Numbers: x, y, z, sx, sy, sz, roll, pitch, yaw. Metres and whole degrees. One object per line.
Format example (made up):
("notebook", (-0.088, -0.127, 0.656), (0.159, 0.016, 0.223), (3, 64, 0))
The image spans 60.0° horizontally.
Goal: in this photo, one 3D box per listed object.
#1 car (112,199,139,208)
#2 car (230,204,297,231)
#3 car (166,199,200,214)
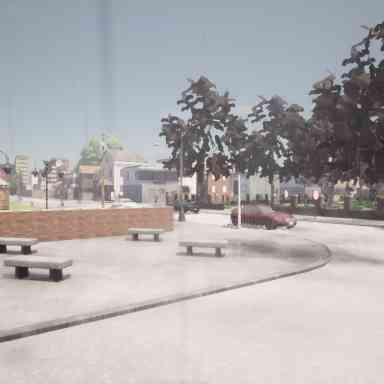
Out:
("car", (-7.571, 1.525, 37.651), (1.812, 1.442, 4.674), (0, 0, -35))
("car", (4.329, 1.526, 20.912), (1.812, 1.442, 4.674), (0, 0, -36))
("car", (-1.065, 1.505, 35.651), (1.837, 1.490, 4.892), (0, 0, -36))
